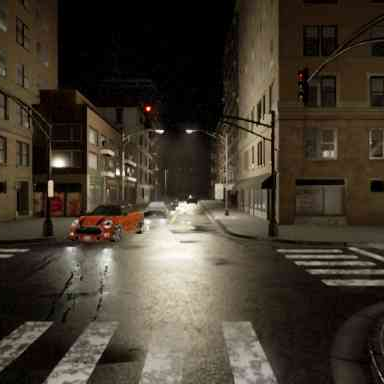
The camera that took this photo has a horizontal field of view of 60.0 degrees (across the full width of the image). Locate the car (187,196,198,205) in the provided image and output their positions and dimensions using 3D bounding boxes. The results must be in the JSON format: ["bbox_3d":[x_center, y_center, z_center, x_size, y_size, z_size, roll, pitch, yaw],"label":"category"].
[{"bbox_3d":[0.030,1.553,59.270,2.128,1.511,4.902,0,0,0],"label":"car"}]

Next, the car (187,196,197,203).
[{"bbox_3d":[0.016,1.560,69.634,2.128,1.511,4.902,0,0,0],"label":"car"}]

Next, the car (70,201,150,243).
[{"bbox_3d":[-3.958,1.374,16.322,2.097,1.767,4.553,0,0,13],"label":"car"}]

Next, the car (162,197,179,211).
[{"bbox_3d":[-3.140,1.398,41.937,2.097,1.767,4.553,0,0,0],"label":"car"}]

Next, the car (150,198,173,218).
[{"bbox_3d":[-3.134,1.584,30.560,2.033,1.411,5.357,0,0,0],"label":"car"}]

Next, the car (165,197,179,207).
[{"bbox_3d":[-3.119,1.533,52.592,1.882,1.535,5.008,0,0,0],"label":"car"}]
